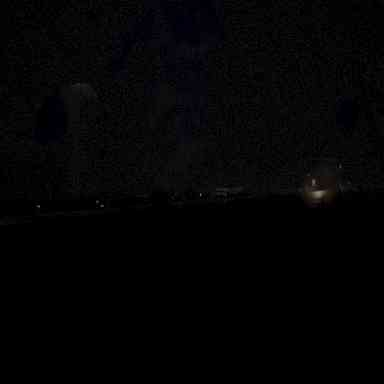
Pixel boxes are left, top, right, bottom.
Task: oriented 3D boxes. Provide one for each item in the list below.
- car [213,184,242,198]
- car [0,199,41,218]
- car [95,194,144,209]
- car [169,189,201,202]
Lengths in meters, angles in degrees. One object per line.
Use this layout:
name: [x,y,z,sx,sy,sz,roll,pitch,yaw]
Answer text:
car: [5.302,-0.175,48.879,2.150,2.045,5.566,-1,1,36]
car: [-13.213,1.188,22.831,2.033,1.411,5.357,-1,1,33]
car: [-6.874,0.868,31.898,1.895,1.301,4.718,-1,1,36]
car: [-0.769,0.430,40.437,1.837,1.490,4.892,-1,1,36]
